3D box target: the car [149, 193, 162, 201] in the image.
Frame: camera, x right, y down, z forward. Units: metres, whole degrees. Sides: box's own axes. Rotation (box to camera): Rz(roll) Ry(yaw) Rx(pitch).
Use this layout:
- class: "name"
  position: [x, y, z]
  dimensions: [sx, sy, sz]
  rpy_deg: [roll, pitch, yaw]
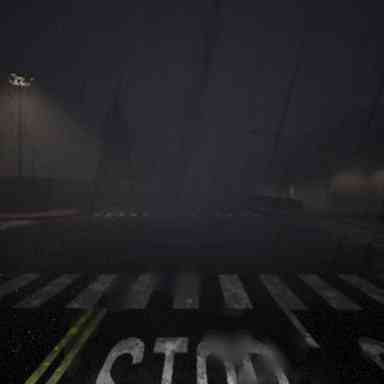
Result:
- class: "car"
  position: [-6.593, 0.978, 61.361]
  dimensions: [2.033, 1.411, 5.357]
  rpy_deg: [0, 1, 2]
